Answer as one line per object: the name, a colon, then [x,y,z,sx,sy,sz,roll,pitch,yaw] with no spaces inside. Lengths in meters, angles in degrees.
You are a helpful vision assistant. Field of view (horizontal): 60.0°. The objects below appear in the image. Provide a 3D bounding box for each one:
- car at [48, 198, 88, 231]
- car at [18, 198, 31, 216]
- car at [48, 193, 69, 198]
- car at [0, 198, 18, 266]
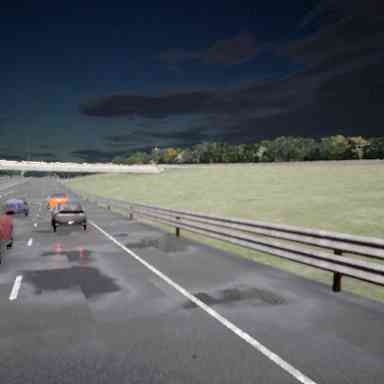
car: [-7.412,1.393,19.955,2.128,1.511,4.902,0,1,-23]
car: [-14.815,1.238,28.230,1.812,1.442,4.674,0,1,-24]
car: [-14.559,0.920,36.366,2.097,1.767,4.553,0,1,-23]
car: [-7.291,1.181,10.988,2.150,2.045,5.566,0,0,-24]
